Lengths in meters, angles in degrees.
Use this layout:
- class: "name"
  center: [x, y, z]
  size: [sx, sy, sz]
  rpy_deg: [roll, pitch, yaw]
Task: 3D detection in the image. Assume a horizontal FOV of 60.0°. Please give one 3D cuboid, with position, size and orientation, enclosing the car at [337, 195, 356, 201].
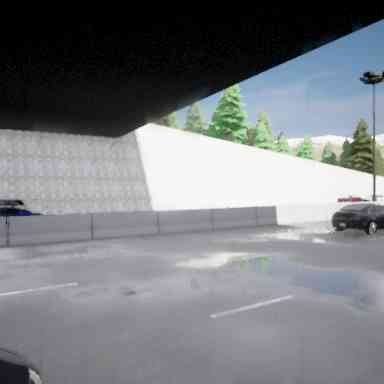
- class: "car"
  center: [24.894, 1.133, 52.167]
  size: [4.718, 1.301, 1.895]
  rpy_deg: [-1, 0, -32]

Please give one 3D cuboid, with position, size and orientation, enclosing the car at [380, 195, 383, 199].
- class: "car"
  center: [28.870, 1.139, 46.393]
  size: [4.718, 1.301, 1.895]
  rpy_deg: [-1, 0, -32]

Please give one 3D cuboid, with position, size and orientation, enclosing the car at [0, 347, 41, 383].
- class: "car"
  center: [-3.203, 1.539, 1.498]
  size: [4.674, 1.442, 1.812]
  rpy_deg: [0, 0, -32]

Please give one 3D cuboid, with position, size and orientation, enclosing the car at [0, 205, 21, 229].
- class: "car"
  center: [-13.162, 1.574, 20.273]
  size: [4.718, 1.301, 1.895]
  rpy_deg: [-1, 0, -32]

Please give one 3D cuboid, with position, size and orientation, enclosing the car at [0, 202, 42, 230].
- class: "car"
  center: [-10.502, 1.495, 17.808]
  size: [4.674, 1.442, 1.812]
  rpy_deg: [-1, 0, -32]

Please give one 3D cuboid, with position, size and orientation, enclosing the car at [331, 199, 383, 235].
- class: "car"
  center: [9.456, 1.340, 17.650]
  size: [4.892, 1.490, 1.837]
  rpy_deg: [-1, 0, -32]

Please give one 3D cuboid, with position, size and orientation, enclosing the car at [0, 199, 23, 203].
- class: "car"
  center: [-14.058, 1.311, 23.840]
  size: [4.553, 1.767, 2.097]
  rpy_deg: [-1, 0, -32]

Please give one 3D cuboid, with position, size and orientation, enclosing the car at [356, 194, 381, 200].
- class: "car"
  center: [26.971, 1.060, 49.335]
  size: [4.674, 1.442, 1.812]
  rpy_deg: [0, 0, -32]
